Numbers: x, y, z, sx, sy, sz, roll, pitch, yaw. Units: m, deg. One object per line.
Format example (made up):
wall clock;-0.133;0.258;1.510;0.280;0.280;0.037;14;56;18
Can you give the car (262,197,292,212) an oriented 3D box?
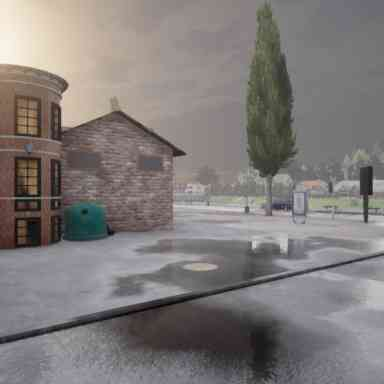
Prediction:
car;10.426;1.352;39.311;2.097;1.767;4.553;0;0;-36
